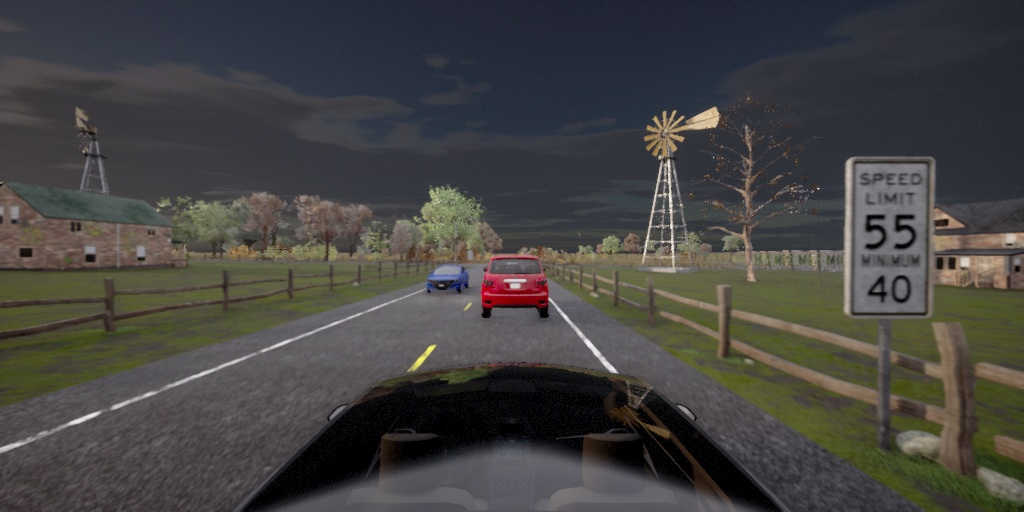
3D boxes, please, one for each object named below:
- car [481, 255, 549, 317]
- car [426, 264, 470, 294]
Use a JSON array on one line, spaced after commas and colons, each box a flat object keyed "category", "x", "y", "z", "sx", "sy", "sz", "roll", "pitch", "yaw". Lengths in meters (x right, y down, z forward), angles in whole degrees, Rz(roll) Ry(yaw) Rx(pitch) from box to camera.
[{"category": "car", "x": 0.099, "y": 0.980, "z": 13.313, "sx": 2.150, "sy": 2.045, "sz": 5.566, "roll": 0, "pitch": 0, "yaw": 0}, {"category": "car", "x": -3.593, "y": 1.241, "z": 20.798, "sx": 1.882, "sy": 1.535, "sz": 5.008, "roll": 0, "pitch": 0, "yaw": 0}]
